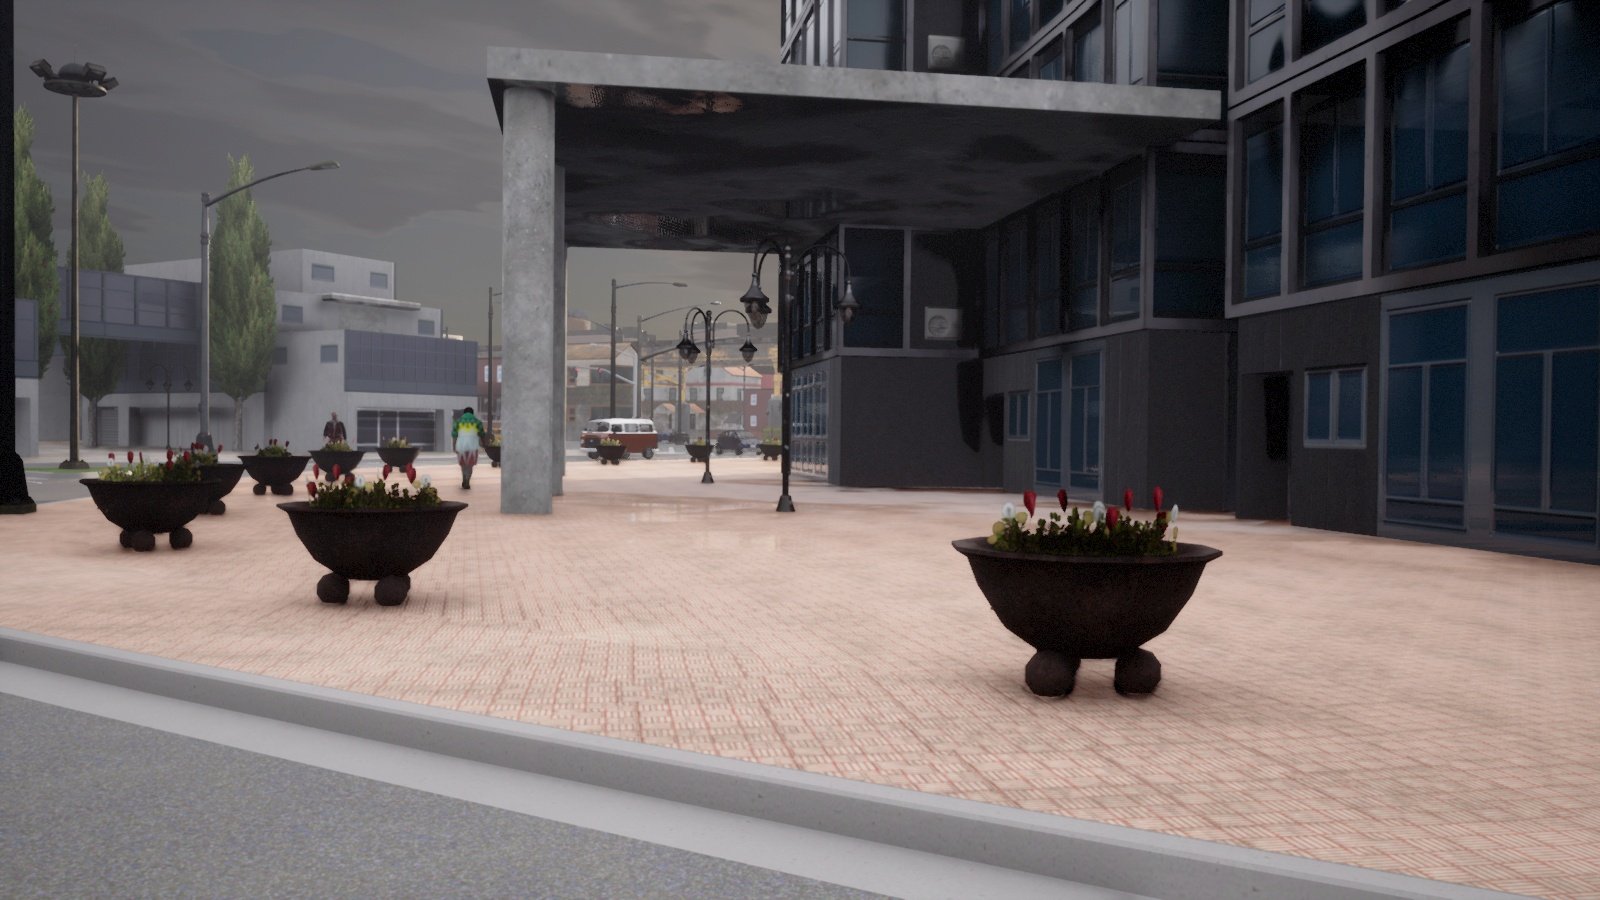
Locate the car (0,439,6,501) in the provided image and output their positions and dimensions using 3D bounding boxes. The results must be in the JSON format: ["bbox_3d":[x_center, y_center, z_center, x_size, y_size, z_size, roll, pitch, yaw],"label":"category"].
[{"bbox_3d":[-20.932,0.472,30.612,1.812,1.442,4.674,-1,1,-43],"label":"car"}]

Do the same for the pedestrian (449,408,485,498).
[{"bbox_3d":[-7.392,0.058,27.893,0.659,1.952,0.873,-1,1,-7],"label":"pedestrian"}]

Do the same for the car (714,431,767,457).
[{"bbox_3d":[-3.680,-0.383,77.158,1.789,1.549,3.705,0,1,-29],"label":"car"}]

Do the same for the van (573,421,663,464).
[{"bbox_3d":[-9.027,-0.390,62.629,2.069,2.038,4.480,0,1,30],"label":"van"}]

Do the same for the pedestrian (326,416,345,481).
[{"bbox_3d":[-13.381,-0.040,36.178,0.376,1.854,0.720,-1,1,-10],"label":"pedestrian"}]
